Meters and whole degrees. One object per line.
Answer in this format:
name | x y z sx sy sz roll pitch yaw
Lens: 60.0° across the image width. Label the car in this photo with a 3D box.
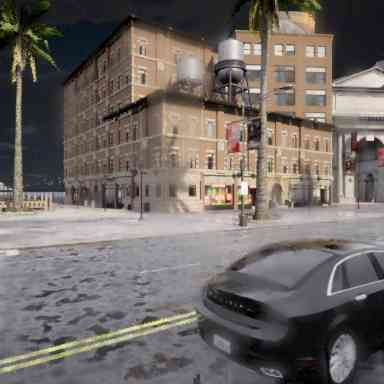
car | 2.322 1.506 5.305 4.892 1.490 1.837 -1 0 -35
